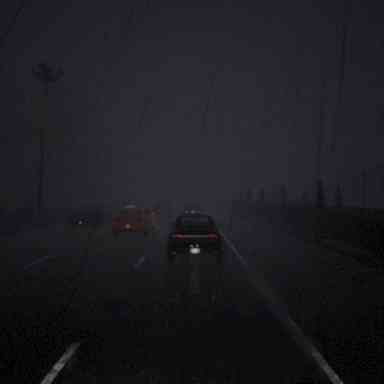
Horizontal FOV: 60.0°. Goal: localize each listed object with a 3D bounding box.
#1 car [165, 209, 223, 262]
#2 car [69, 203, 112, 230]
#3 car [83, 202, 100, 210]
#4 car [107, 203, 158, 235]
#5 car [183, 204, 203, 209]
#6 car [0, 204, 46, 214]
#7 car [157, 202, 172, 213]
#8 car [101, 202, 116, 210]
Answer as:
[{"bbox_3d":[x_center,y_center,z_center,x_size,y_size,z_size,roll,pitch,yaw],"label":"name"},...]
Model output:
[{"bbox_3d":[0.095,1.617,12.705,2.128,1.511,4.902,0,-1,0],"label":"car"},{"bbox_3d":[-6.908,1.718,23.040,2.128,1.511,4.902,0,-1,0],"label":"car"},{"bbox_3d":[-21.019,3.037,69.993,2.128,1.511,4.902,0,-5,0],"label":"car"},{"bbox_3d":[-3.406,1.676,20.125,1.882,1.535,5.008,0,0,0],"label":"car"},{"bbox_3d":[0.091,1.872,33.120,2.033,1.411,5.357,0,-1,0],"label":"car"},{"bbox_3d":[-14.107,1.806,28.527,1.812,1.442,4.674,0,0,0],"label":"car"},{"bbox_3d":[-3.411,1.874,39.007,2.128,1.511,4.902,0,-1,0],"label":"car"},{"bbox_3d":[-17.519,2.996,69.668,1.837,1.490,4.892,0,-5,0],"label":"car"}]
